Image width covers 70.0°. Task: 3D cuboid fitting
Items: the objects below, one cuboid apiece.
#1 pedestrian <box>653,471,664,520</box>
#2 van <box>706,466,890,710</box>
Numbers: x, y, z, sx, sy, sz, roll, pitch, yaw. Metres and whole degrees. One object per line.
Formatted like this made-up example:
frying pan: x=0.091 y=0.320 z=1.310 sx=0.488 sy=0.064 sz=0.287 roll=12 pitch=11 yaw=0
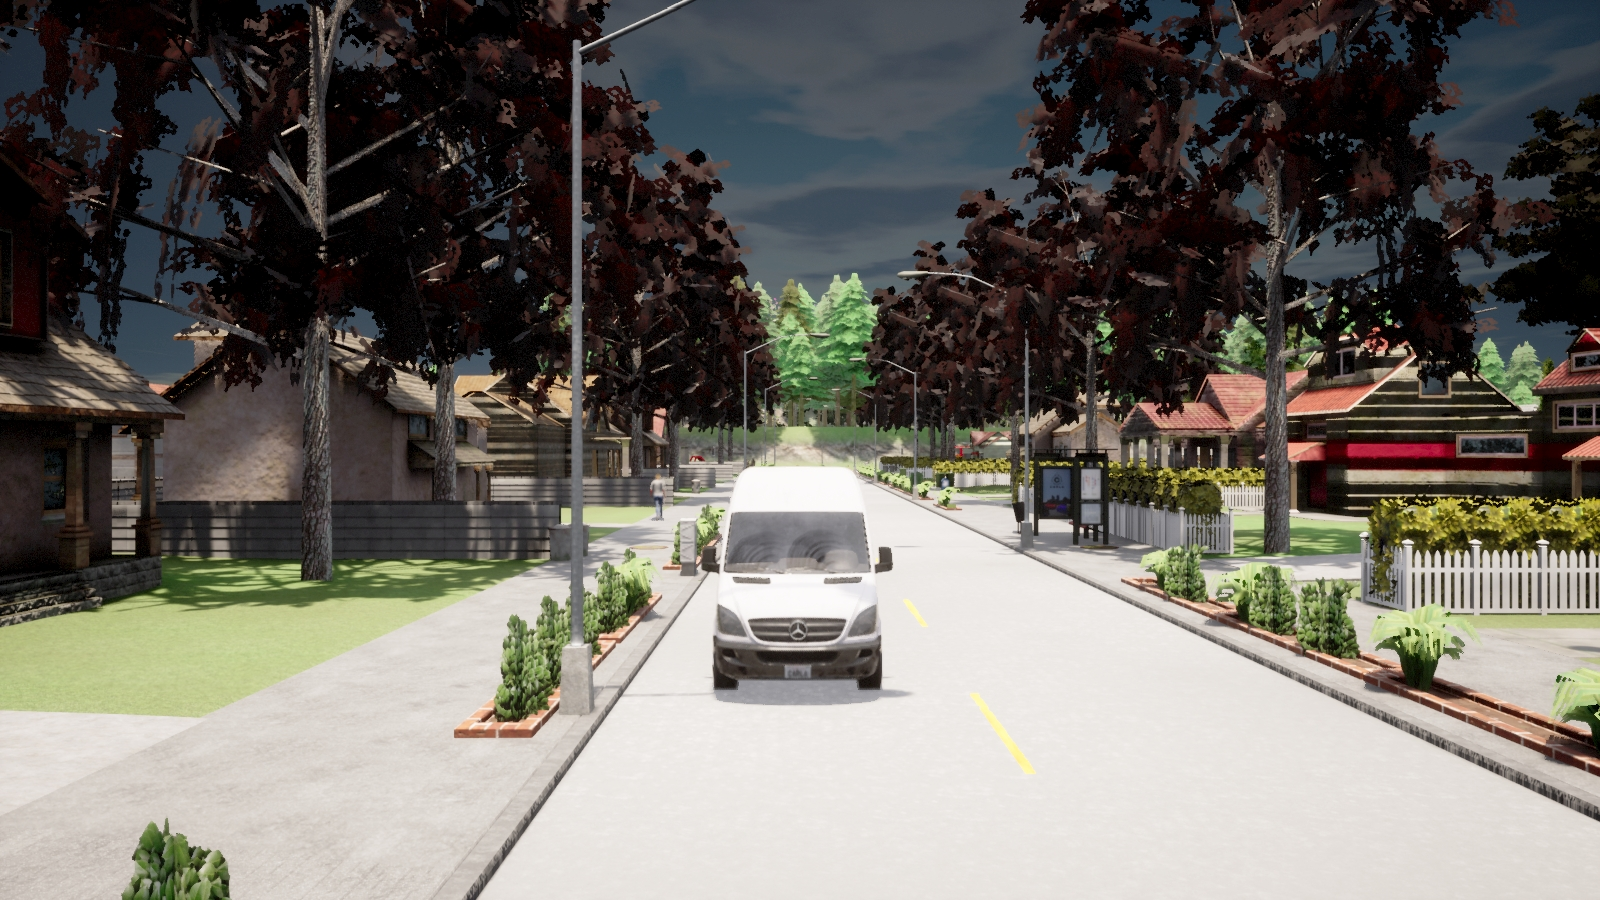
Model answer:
pedestrian: x=-5.435 y=1.743 z=43.859 sx=0.375 sy=1.860 sz=0.375 roll=0 pitch=0 yaw=2
van: x=-0.029 y=1.534 z=15.320 sx=1.988 sy=2.561 sz=5.915 roll=0 pitch=0 yaw=0
